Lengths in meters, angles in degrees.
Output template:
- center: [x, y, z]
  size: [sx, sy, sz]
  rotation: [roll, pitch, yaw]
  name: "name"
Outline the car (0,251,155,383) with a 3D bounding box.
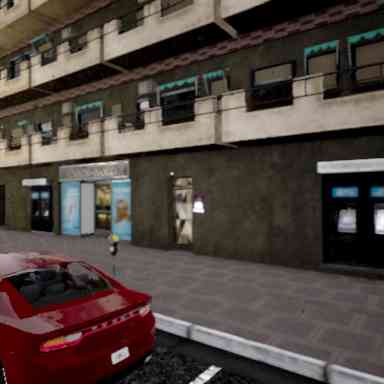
- center: [-2.551, 1.526, 4.705]
  size: [4.507, 1.381, 1.887]
  rotation: [0, -1, 36]
  name: "car"
